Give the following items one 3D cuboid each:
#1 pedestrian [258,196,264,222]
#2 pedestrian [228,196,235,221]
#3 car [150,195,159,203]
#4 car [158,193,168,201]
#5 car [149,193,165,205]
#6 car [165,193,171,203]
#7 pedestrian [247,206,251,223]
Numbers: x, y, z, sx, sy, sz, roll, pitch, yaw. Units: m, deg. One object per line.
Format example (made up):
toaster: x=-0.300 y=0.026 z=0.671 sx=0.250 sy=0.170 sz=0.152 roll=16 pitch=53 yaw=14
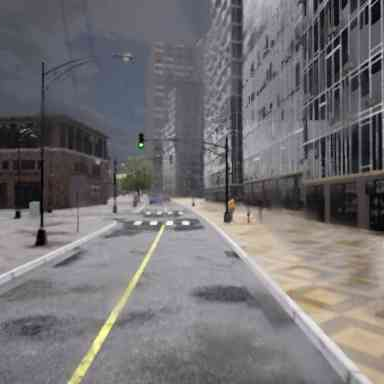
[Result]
pedestrian: x=4.904 y=1.196 z=23.789 sx=0.375 sy=1.860 sz=0.375 roll=1 pitch=-1 yaw=-3
pedestrian: x=2.878 y=1.180 z=24.294 sx=0.375 sy=1.860 sz=0.375 roll=1 pitch=-1 yaw=-3
car: x=-8.507 y=1.562 z=74.437 sx=1.882 sy=1.535 sz=5.008 roll=0 pitch=0 yaw=-9
car: x=-7.350 y=1.160 z=84.447 sx=2.150 sy=2.045 sz=5.566 roll=0 pitch=0 yaw=-10
car: x=-6.423 y=1.296 z=58.953 sx=2.150 sy=2.045 sz=5.566 roll=0 pitch=0 yaw=-6
car: x=-5.678 y=1.586 z=74.139 sx=1.837 sy=1.490 sz=4.892 roll=0 pitch=0 yaw=-9
pedestrian: x=3.934 y=1.564 z=23.136 sx=0.500 sy=1.100 sz=0.500 roll=1 pitch=-1 yaw=-3
